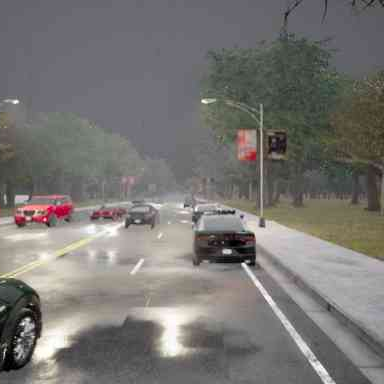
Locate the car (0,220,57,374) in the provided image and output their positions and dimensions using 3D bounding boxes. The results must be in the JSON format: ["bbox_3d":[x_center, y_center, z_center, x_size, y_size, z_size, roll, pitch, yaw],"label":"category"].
[{"bbox_3d":[-3.156,1.354,2.841,2.097,1.767,4.553,0,0,0],"label":"car"}]

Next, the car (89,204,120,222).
[{"bbox_3d":[-6.684,1.643,26.595,1.895,1.301,4.718,0,0,0],"label":"car"}]

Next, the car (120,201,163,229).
[{"bbox_3d":[-3.209,1.556,21.905,1.812,1.442,4.674,0,0,0],"label":"car"}]

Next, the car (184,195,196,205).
[{"bbox_3d":[-0.411,1.530,63.223,2.097,1.767,4.553,0,0,-1],"label":"car"}]

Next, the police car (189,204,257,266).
[{"bbox_3d":[0.955,1.436,11.692,1.930,1.638,5.238,0,0,0],"label":"police car"}]

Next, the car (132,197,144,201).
[{"bbox_3d":[-10.208,1.725,63.479,2.033,1.411,5.357,0,0,0],"label":"car"}]

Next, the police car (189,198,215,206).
[{"bbox_3d":[0.918,1.456,21.704,1.930,1.638,5.238,0,0,0],"label":"police car"}]

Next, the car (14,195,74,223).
[{"bbox_3d":[-9.914,1.254,22.861,2.150,2.045,5.566,0,0,0],"label":"car"}]

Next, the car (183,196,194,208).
[{"bbox_3d":[-0.242,1.677,48.760,1.994,1.385,4.181,0,0,0],"label":"car"}]

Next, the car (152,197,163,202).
[{"bbox_3d":[-6.982,1.697,66.973,2.128,1.511,4.902,0,0,0],"label":"car"}]
